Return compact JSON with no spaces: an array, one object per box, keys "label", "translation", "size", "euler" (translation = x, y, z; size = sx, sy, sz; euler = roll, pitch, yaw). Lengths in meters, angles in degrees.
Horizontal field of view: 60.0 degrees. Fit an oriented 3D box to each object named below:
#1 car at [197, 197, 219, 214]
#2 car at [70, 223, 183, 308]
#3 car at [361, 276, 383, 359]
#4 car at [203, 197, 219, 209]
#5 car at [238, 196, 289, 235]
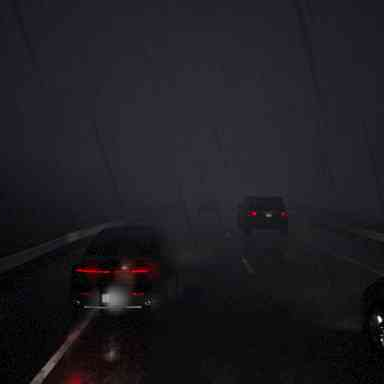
[{"label":"car","translation":[1.627,1.523,35.590],"size":[1.812,1.442,4.674],"euler":[0,0,6]},{"label":"car","translation":[-1.306,1.505,7.890],"size":[1.837,1.490,4.892],"euler":[0,0,1]},{"label":"car","translation":[3.577,1.351,3.090],"size":[2.097,1.767,4.553],"euler":[0,0,-1]},{"label":"car","translation":[2.629,1.502,45.416],"size":[1.837,1.490,4.892],"euler":[0,0,7]},{"label":"car","translation":[3.882,1.222,18.820],"size":[2.150,2.045,5.566],"euler":[0,0,3]}]
